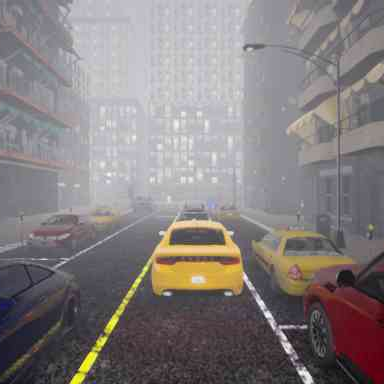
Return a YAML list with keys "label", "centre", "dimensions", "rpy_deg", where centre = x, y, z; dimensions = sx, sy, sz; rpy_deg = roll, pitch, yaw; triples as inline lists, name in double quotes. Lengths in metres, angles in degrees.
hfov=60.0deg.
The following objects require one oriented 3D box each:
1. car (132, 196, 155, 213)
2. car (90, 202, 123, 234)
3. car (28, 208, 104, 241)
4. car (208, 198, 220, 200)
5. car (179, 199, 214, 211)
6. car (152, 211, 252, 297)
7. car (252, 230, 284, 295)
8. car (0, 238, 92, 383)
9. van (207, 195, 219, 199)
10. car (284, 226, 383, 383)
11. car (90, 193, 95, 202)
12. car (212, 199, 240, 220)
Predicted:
- label: "car"
  centre: [-5.227, 1.315, 36.566]
  dimensions: [2.192, 1.841, 5.009]
  rpy_deg: [0, 0, 0]
- label: "car"
  centre: [-5.266, 1.522, 19.474]
  dimensions: [1.752, 1.417, 4.829]
  rpy_deg: [0, 0, 0]
- label: "car"
  centre: [-5.279, 1.579, 14.003]
  dimensions: [1.802, 1.307, 4.206]
  rpy_deg: [0, 0, 0]
- label: "car"
  centre: [2.640, 1.523, 31.077]
  dimensions: [1.752, 1.417, 4.829]
  rpy_deg: [0, 0, 0]
- label: "car"
  centre: [0.149, 1.489, 22.876]
  dimensions: [2.128, 1.511, 4.902]
  rpy_deg: [0, 0, 0]
- label: "car"
  centre: [0.121, 1.476, 8.628]
  dimensions: [1.882, 1.535, 5.008]
  rpy_deg: [0, 0, 0]
- label: "car"
  centre: [2.589, 1.523, 8.516]
  dimensions: [1.752, 1.417, 4.829]
  rpy_deg: [0, 0, 0]
- label: "car"
  centre: [-2.842, 1.564, 3.894]
  dimensions: [1.994, 1.385, 4.181]
  rpy_deg: [0, 0, 0]
- label: "van"
  centre: [2.666, 1.342, 42.187]
  dimensions: [1.690, 1.788, 3.998]
  rpy_deg: [0, 0, 0]
- label: "car"
  centre: [2.577, 1.314, 2.705]
  dimensions: [2.192, 1.841, 5.009]
  rpy_deg: [0, 0, 0]
- label: "car"
  centre: [-20.731, 1.108, 62.218]
  dimensions: [5.009, 1.841, 2.192]
  rpy_deg: [1, -1, 0]
- label: "car"
  centre: [2.627, 1.523, 25.437]
  dimensions: [1.752, 1.417, 4.829]
  rpy_deg: [0, 0, 0]
